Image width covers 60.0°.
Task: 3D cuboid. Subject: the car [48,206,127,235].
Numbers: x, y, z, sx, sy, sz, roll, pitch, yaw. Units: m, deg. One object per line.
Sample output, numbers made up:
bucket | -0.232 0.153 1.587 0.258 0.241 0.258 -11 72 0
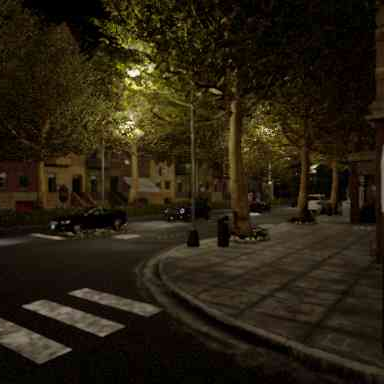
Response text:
car | -6.112 1.626 20.019 2.128 1.511 4.902 -1 0 36

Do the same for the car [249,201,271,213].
car | 7.637 1.696 38.767 1.994 1.385 4.181 -1 0 37

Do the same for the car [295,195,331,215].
car | 13.364 1.306 35.352 2.435 2.045 5.566 -1 0 36

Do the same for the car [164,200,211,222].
car | -0.292 1.485 28.000 2.097 1.767 4.553 -1 0 36

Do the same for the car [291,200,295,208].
car | 16.718 1.637 51.015 1.837 1.490 4.892 -1 -1 37

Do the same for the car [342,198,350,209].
car | 22.341 1.552 46.584 2.231 1.521 4.892 -1 0 36
